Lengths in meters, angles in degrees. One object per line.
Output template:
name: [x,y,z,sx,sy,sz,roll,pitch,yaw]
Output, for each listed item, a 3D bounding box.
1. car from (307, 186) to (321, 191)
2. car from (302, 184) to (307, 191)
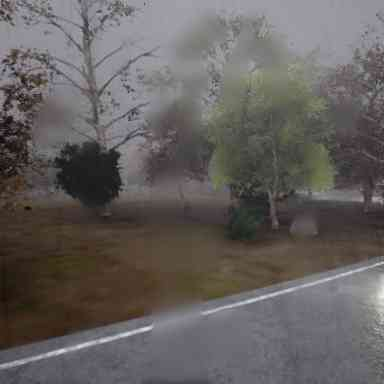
car: [26.856,-0.923,70.974,2.128,1.511,4.902,-2,4,35]
car: [26.204,-1.069,75.156,1.994,1.385,4.181,-1,4,45]
